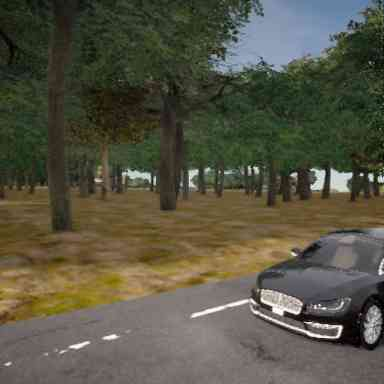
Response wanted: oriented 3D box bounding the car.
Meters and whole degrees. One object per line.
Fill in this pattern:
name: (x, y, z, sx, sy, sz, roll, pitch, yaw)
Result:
car: (3.241, 1.492, 6.294, 4.892, 1.490, 1.837, 0, 0, -35)
